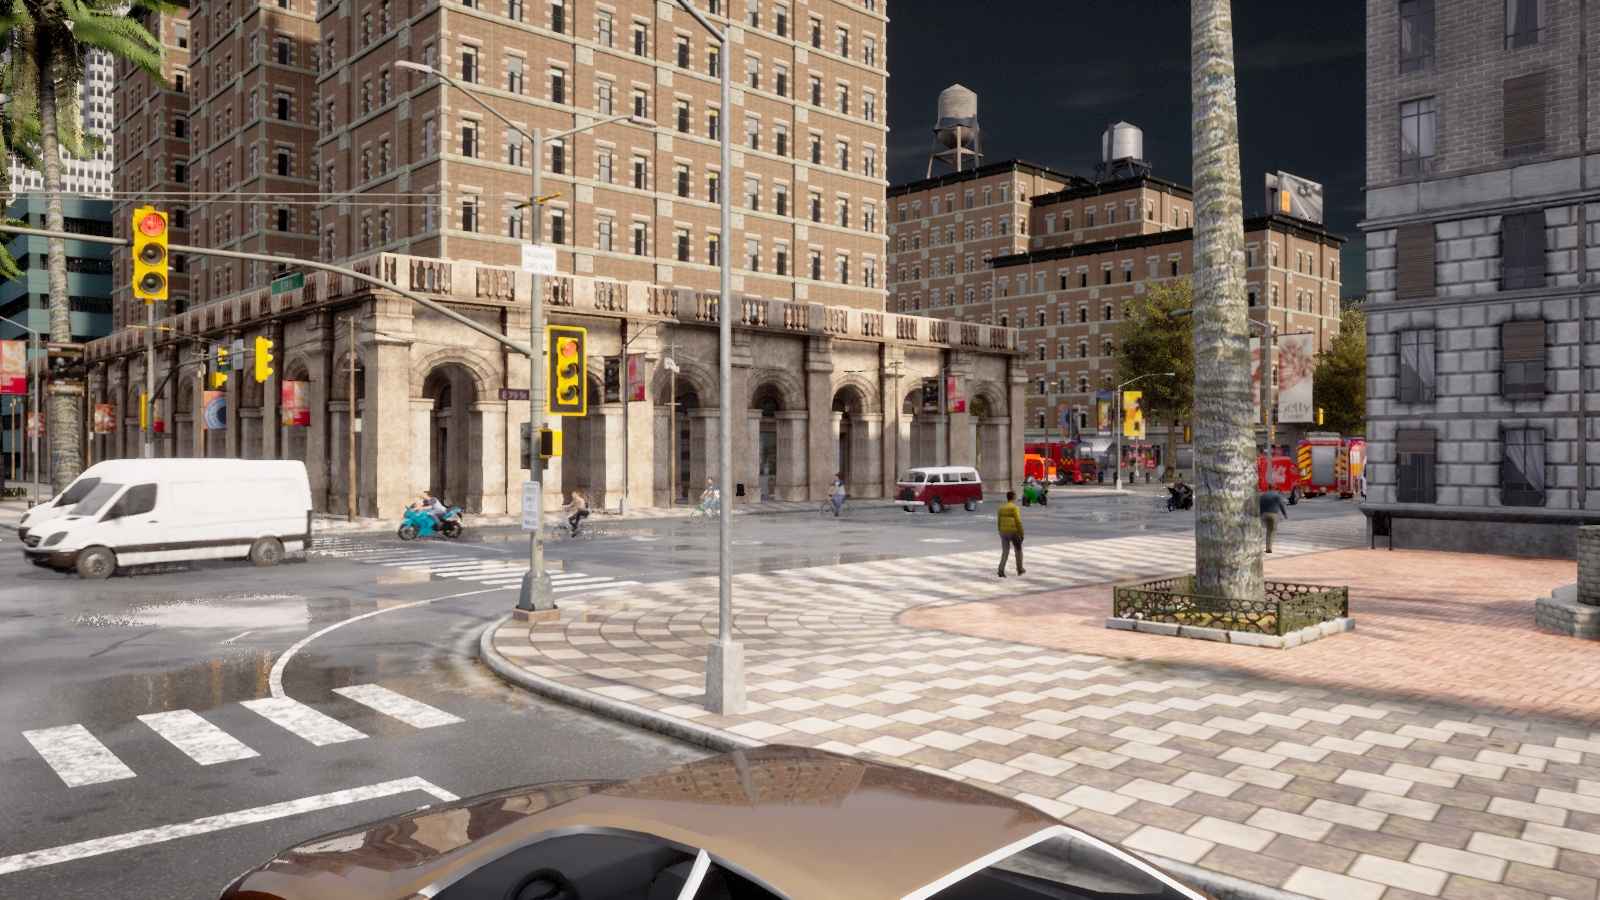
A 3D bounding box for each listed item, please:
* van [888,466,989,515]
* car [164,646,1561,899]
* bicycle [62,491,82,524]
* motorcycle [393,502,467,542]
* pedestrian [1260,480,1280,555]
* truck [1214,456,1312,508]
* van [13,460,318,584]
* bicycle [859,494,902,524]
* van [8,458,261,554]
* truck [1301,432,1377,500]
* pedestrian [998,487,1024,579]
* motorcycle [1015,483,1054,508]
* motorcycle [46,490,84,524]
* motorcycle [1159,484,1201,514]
[{"bbox_3d":[6.244,1.782,51.295,4.480,2.038,2.069,0,0,-43],"label":"van"},{"bbox_3d":[-0.308,1.992,4.309,5.027,1.651,2.152,0,0,42],"label":"car"},{"bbox_3d":[-28.285,2.206,44.372,0.373,1.196,1.643,0,0,-42],"label":"bicycle"},{"bbox_3d":[-11.439,2.212,35.370,2.033,1.145,0.803,0,0,-38],"label":"motorcycle"},{"bbox_3d":[11.905,1.696,28.934,0.375,1.860,0.375,0,0,41],"label":"pedestrian"},{"bbox_3d":[23.392,1.564,57.674,5.204,2.467,2.627,0,0,-43],"label":"truck"},{"bbox_3d":[-14.639,1.534,26.750,1.988,2.561,5.915,0,0,41],"label":"van"},{"bbox_3d":[3.097,2.256,43.797,1.487,1.080,0.859,0,0,-43],"label":"bicycle"},{"bbox_3d":[-18.867,1.534,32.677,5.915,2.561,1.988,0,0,-11],"label":"van"},{"bbox_3d":[32.331,0.890,68.372,2.891,3.827,8.468,0,0,34],"label":"truck"},{"bbox_3d":[4.335,1.696,23.478,0.375,1.860,0.375,0,0,43],"label":"pedestrian"},{"bbox_3d":[11.527,2.213,56.114,2.033,1.145,0.803,0,0,-43],"label":"motorcycle"},{"bbox_3d":[-28.682,2.205,44.576,0.867,1.251,2.209,0,0,-42],"label":"motorcycle"},{"bbox_3d":[17.295,2.205,51.953,2.209,1.251,0.867,0,0,-43],"label":"motorcycle"}]
